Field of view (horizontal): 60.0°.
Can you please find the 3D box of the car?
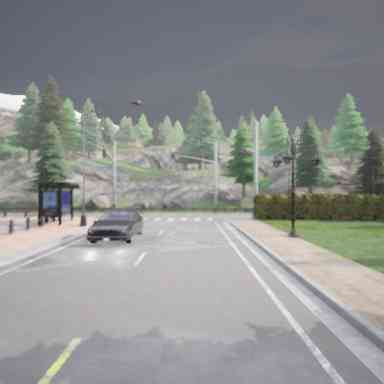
[{"bbox_3d":[-3.504,1.561,16.239,2.033,1.411,5.357,0,0,0],"label":"car"}]
